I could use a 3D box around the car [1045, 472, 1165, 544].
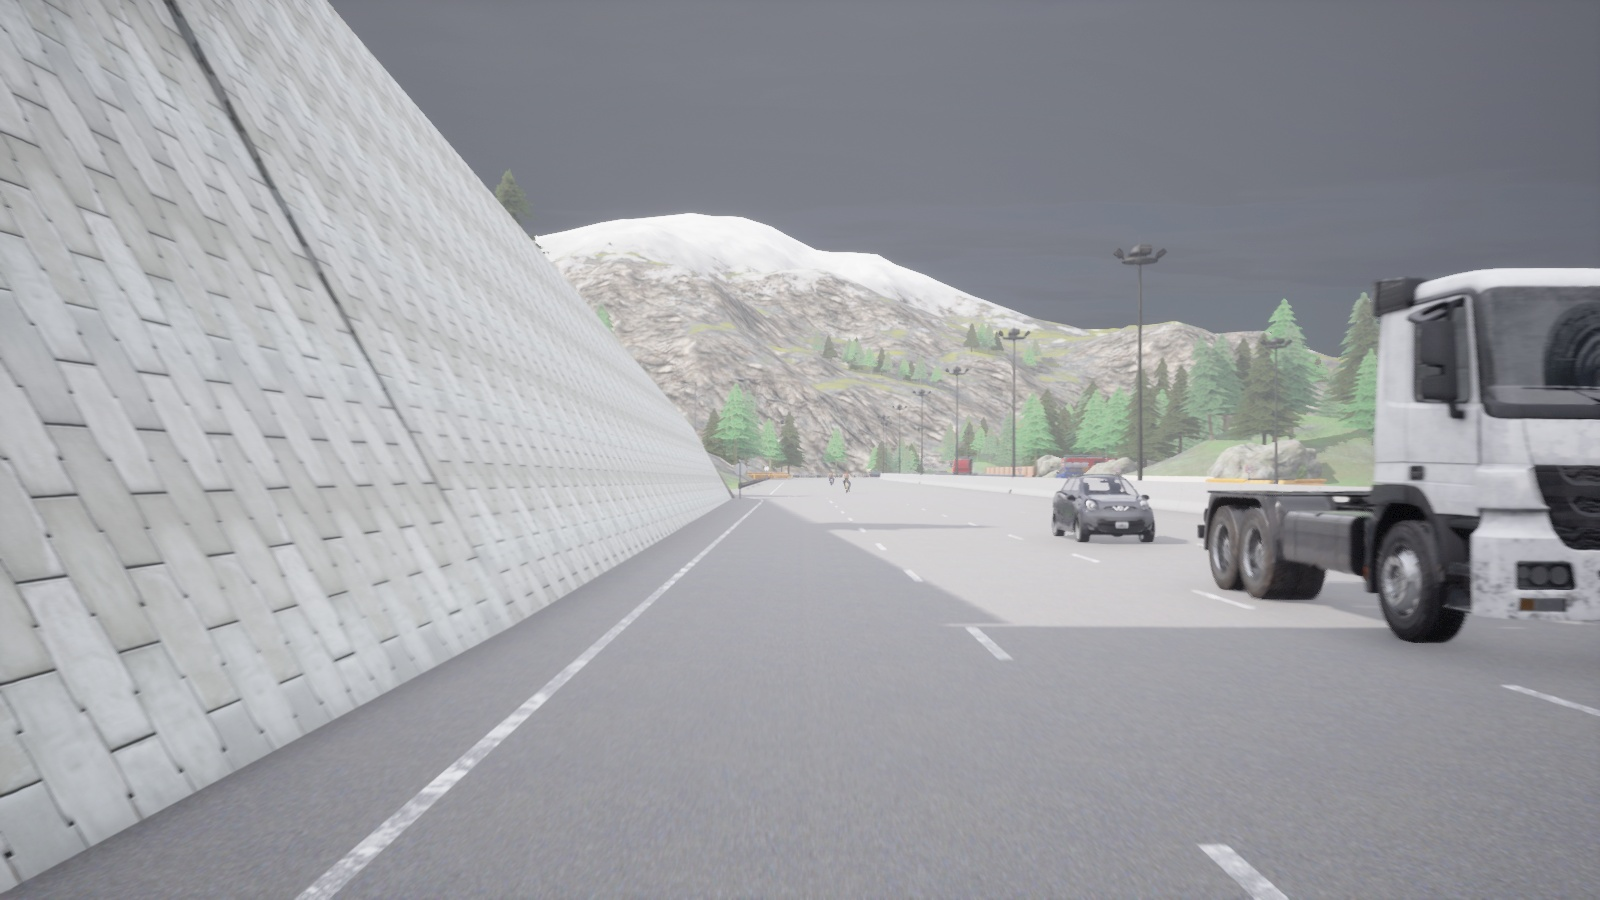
[{"bbox_3d":[6.930,1.280,28.873,1.845,1.501,3.633,0,-1,0],"label":"car"}]

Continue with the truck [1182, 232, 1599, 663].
[{"bbox_3d":[6.962,0.040,14.066,2.891,3.462,7.936,0,-1,0],"label":"truck"}]
